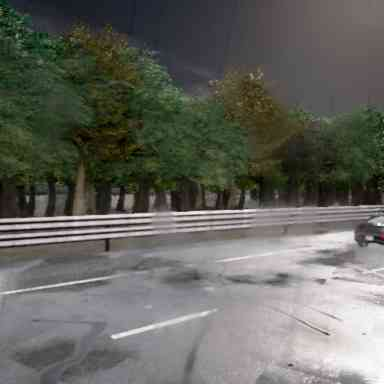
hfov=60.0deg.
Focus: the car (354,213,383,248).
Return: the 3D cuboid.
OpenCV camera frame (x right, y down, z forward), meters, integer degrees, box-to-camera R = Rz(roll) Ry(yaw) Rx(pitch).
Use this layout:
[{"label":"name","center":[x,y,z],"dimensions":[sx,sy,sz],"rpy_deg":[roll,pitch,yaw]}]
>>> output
[{"label":"car","center":[8.580,1.570,13.756],"dimensions":[4.674,1.442,1.812],"rpy_deg":[0,0,-33]}]
